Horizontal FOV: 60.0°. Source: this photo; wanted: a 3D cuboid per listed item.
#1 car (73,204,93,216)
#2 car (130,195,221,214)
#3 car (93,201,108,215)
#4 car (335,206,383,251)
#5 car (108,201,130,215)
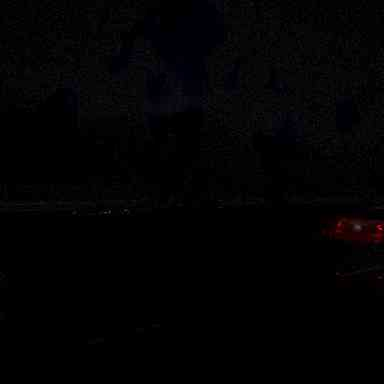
[{"bbox_3d":[-7.597,1.494,28.557,4.902,1.511,2.128,0,0,-35],"label":"car"},{"bbox_3d":[-0.670,1.244,20.589,5.566,2.045,2.150,0,0,-36],"label":"car"},{"bbox_3d":[-4.854,1.497,26.205,4.902,1.511,2.128,0,0,-35],"label":"car"},{"bbox_3d":[8.046,1.352,13.908,4.553,1.767,2.097,0,0,-36],"label":"car"},{"bbox_3d":[-2.704,1.244,23.438,5.566,2.045,2.150,0,0,-36],"label":"car"}]
